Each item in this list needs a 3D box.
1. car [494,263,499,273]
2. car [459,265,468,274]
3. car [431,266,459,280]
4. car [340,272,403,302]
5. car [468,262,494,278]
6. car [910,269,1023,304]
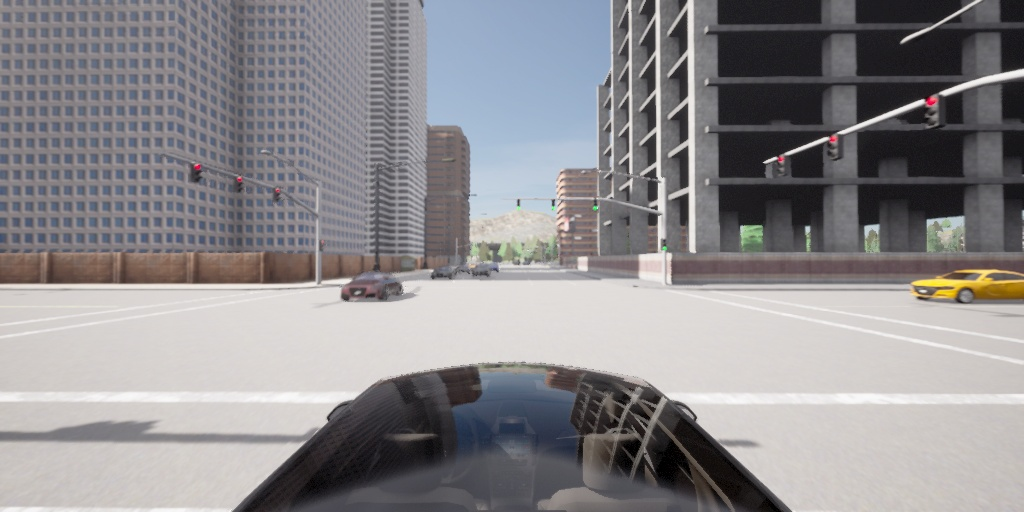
[{"bbox_3d":[-3.143,1.889,58.664,1.882,1.535,5.008,0,-1,2],"label":"car"},{"bbox_3d":[-6.771,1.879,50.190,1.994,1.385,4.181,0,-1,1],"label":"car"},{"bbox_3d":[-7.101,1.731,37.393,1.994,1.385,4.181,0,-1,1],"label":"car"},{"bbox_3d":[-7.090,1.512,18.476,1.994,1.385,4.181,0,-1,0],"label":"car"},{"bbox_3d":[-3.521,1.721,41.676,1.837,1.490,4.892,0,-1,1],"label":"car"},{"bbox_3d":[21.871,1.391,16.889,5.008,1.535,1.882,0,-1,1],"label":"car"}]
